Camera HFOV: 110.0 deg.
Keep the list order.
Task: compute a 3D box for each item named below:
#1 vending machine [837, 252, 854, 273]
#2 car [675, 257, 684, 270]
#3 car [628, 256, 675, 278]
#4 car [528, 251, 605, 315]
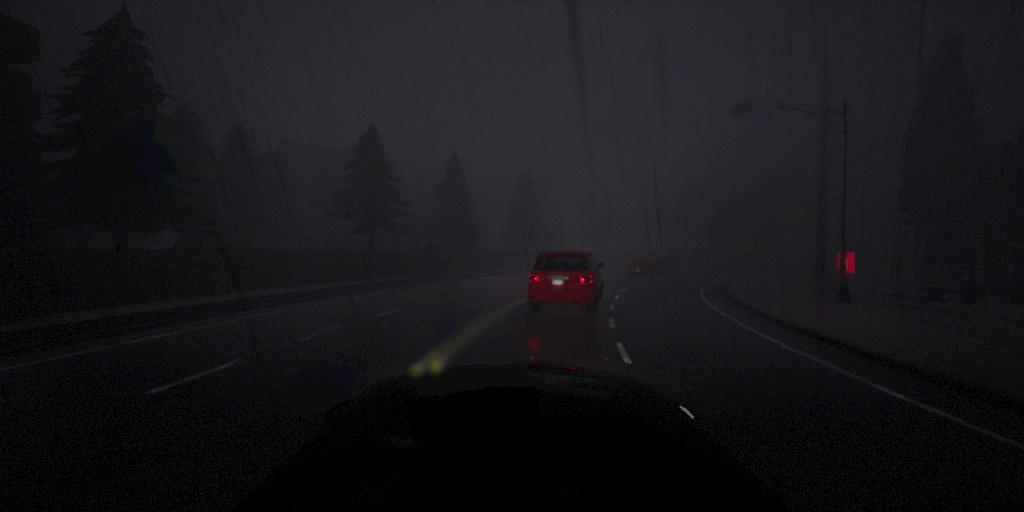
[{"bbox_3d":[31.060,0.617,33.391,0.880,2.100,1.100,0,0,-19],"label":"vending machine"},{"bbox_3d":[16.458,0.794,38.452,4.892,1.490,1.837,0,1,-33],"label":"car"},{"bbox_3d":[11.122,0.882,28.920,1.882,1.535,5.008,1,1,41],"label":"car"},{"bbox_3d":[2.125,0.818,13.172,2.150,2.045,5.566,0,1,16],"label":"car"}]
